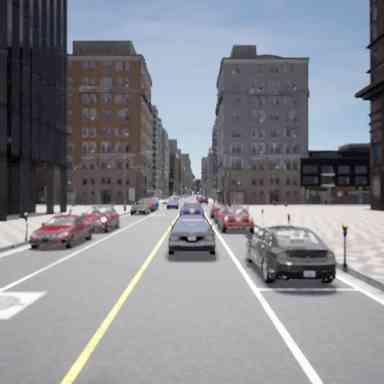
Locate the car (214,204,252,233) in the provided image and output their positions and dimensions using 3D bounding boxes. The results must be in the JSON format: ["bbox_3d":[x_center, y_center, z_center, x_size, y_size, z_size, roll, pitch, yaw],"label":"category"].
[{"bbox_3d":[2.665,1.626,20.997,1.967,1.590,4.097,0,0,0],"label":"car"}]

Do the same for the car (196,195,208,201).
[{"bbox_3d":[2.662,1.897,76.210,2.192,1.841,5.009,0,0,0],"label":"car"}]

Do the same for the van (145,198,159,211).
[{"bbox_3d":[-5.863,1.760,49.221,1.690,1.788,3.998,0,0,0],"label":"van"}]

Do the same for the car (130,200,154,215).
[{"bbox_3d":[-5.862,1.893,37.939,1.947,1.339,4.313,0,0,0],"label":"car"}]

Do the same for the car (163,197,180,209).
[{"bbox_3d":[-3.007,1.990,52.742,2.033,1.411,5.357,0,0,0],"label":"car"}]

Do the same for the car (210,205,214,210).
[{"bbox_3d":[2.665,1.814,26.635,1.802,1.307,4.206,0,0,0],"label":"car"}]

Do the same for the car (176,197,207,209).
[{"bbox_3d":[-0.001,1.603,29.073,2.097,1.767,4.553,0,-1,0],"label":"car"}]

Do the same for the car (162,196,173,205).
[{"bbox_3d":[-5.865,2.107,76.065,1.752,1.417,4.829,0,0,0],"label":"car"}]

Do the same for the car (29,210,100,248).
[{"bbox_3d":[-5.860,1.721,15.379,1.802,1.307,4.206,0,0,0],"label":"car"}]

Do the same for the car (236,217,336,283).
[{"bbox_3d":[2.666,1.640,9.718,2.008,1.369,4.403,0,0,0],"label":"car"}]

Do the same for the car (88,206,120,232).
[{"bbox_3d":[-5.861,1.627,21.021,1.967,1.590,4.097,0,0,0],"label":"car"}]

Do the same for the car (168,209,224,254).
[{"bbox_3d":[-0.001,1.674,13.984,2.033,1.411,5.357,0,0,0],"label":"car"}]

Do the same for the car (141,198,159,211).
[{"bbox_3d":[-5.863,1.689,43.581,2.192,1.841,5.009,0,0,0],"label":"car"}]

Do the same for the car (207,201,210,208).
[{"bbox_3d":[2.664,1.824,32.275,1.887,1.381,4.507,0,0,0],"label":"car"}]

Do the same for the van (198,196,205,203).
[{"bbox_3d":[2.660,2.019,93.180,1.690,1.788,3.998,0,0,0],"label":"van"}]
